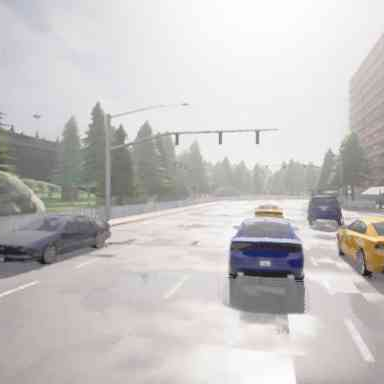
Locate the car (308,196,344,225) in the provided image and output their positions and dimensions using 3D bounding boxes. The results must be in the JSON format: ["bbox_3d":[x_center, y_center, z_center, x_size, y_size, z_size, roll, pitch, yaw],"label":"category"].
[{"bbox_3d":[9.816,1.280,24.395,2.150,2.045,5.566,-1,-1,24],"label":"car"}]

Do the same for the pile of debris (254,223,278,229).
[{"bbox_3d":[4.895,2.211,21.861,1.500,0.140,1.860,0,0,14],"label":"pile of debris"}]

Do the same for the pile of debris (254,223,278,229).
[{"bbox_3d":[4.895,2.211,21.861,1.500,0.140,1.860,0,0,14],"label":"pile of debris"}]

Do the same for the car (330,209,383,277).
[{"bbox_3d":[5.808,1.505,10.192,1.882,1.535,5.008,0,0,13],"label":"car"}]

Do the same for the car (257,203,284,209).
[{"bbox_3d":[5.319,1.515,23.139,1.882,1.535,5.008,0,0,14],"label":"car"}]

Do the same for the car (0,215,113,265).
[{"bbox_3d":[-4.818,1.543,12.040,2.033,1.411,5.357,0,0,14],"label":"car"}]

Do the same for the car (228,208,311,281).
[{"bbox_3d":[2.220,1.494,10.088,1.882,1.535,5.008,0,0,12],"label":"car"}]
